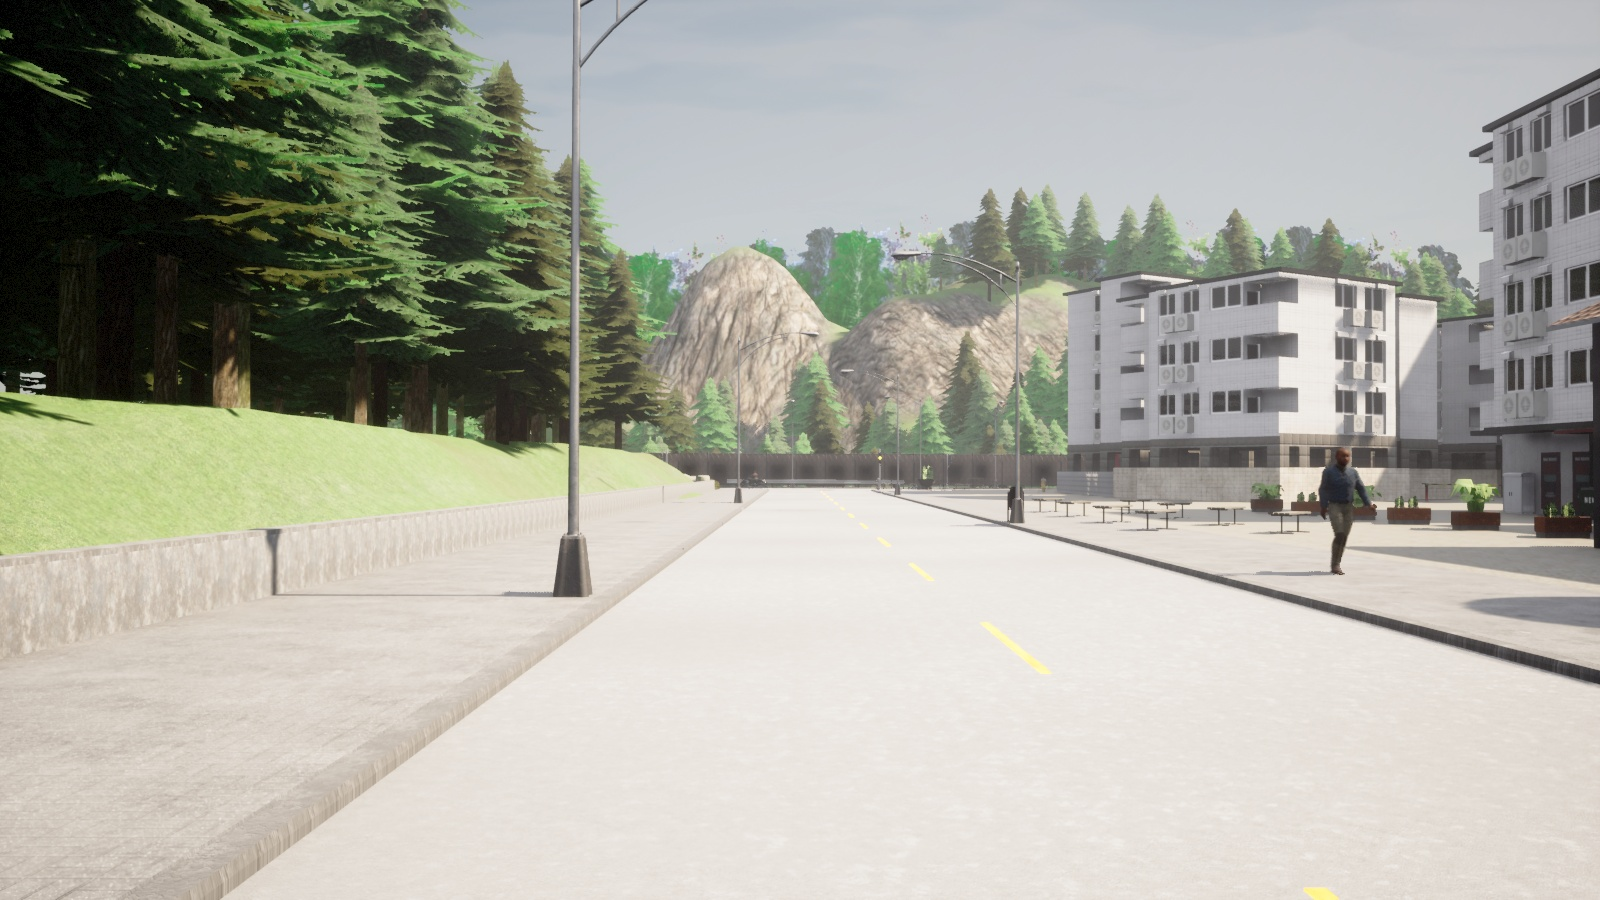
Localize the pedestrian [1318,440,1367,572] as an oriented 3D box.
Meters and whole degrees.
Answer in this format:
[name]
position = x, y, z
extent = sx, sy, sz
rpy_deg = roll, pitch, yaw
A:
[pedestrian]
position = 7.708, 0.789, 17.870
extent = 0.370, 1.835, 0.726
rpy_deg = 0, -1, 1
